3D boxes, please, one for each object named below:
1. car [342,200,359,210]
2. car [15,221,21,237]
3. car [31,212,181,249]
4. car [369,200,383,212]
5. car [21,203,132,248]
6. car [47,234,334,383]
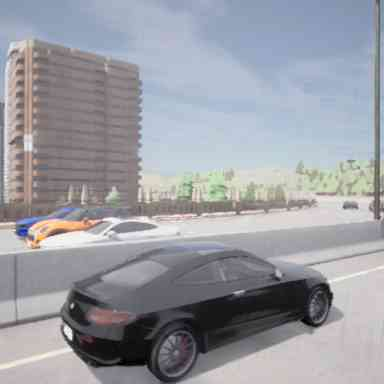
[{"bbox_3d":[23.073,1.860,48.217,1.994,1.385,4.181,0,0,29],"label":"car"},{"bbox_3d":[-6.142,1.511,16.851,5.008,1.535,1.882,0,0,-36],"label":"car"},{"bbox_3d":[-2.456,1.554,10.885,4.674,1.442,1.812,0,0,-36],"label":"car"},{"bbox_3d":[23.946,1.806,42.824,1.812,1.442,4.674,0,0,32],"label":"car"},{"bbox_3d":[-4.321,1.383,13.870,4.553,1.767,2.097,0,0,-36],"label":"car"},{"bbox_3d":[0.365,1.548,5.419,4.674,1.442,1.812,0,0,-36],"label":"car"}]
